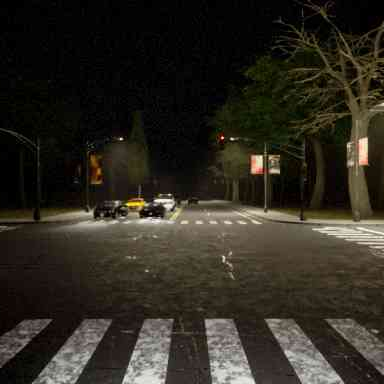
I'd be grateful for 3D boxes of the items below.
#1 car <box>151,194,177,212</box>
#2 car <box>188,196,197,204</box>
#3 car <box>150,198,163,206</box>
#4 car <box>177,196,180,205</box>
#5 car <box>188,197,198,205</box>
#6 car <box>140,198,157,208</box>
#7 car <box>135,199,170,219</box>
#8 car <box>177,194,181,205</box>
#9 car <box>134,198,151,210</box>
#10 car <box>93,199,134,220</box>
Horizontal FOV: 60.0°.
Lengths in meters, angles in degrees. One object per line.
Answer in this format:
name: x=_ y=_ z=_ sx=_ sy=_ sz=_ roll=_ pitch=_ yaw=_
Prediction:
car: x=-3.294 y=1.264 z=40.342 sx=2.150 sy=2.045 sz=5.566 roll=0 pitch=-1 yaw=0
car: x=0.135 y=1.741 z=72.650 sx=1.882 sy=1.535 sz=5.008 roll=0 pitch=0 yaw=0
car: x=-6.485 y=1.774 z=61.118 sx=1.895 sy=1.301 sz=4.718 roll=0 pitch=0 yaw=0
car: x=-3.281 y=1.702 z=51.611 sx=1.895 sy=1.301 sz=4.718 roll=0 pitch=0 yaw=0
car: x=0.174 y=1.674 z=62.283 sx=2.128 sy=1.511 sz=4.902 roll=0 pitch=0 yaw=0
car: x=-6.532 y=1.655 z=50.246 sx=1.994 sy=1.385 sz=4.181 roll=0 pitch=0 yaw=0
car: x=-3.311 y=1.578 z=28.658 sx=1.994 sy=1.385 sz=4.181 roll=0 pitch=0 yaw=0
car: x=-3.221 y=1.405 z=62.425 sx=2.150 sy=2.045 sz=5.566 roll=0 pitch=0 yaw=1
car: x=-6.545 y=1.516 z=39.767 sx=1.882 sy=1.535 sz=5.008 roll=0 pitch=0 yaw=0
car: x=-6.726 y=1.506 z=27.982 sx=2.128 sy=1.511 sz=4.902 roll=0 pitch=0 yaw=4
